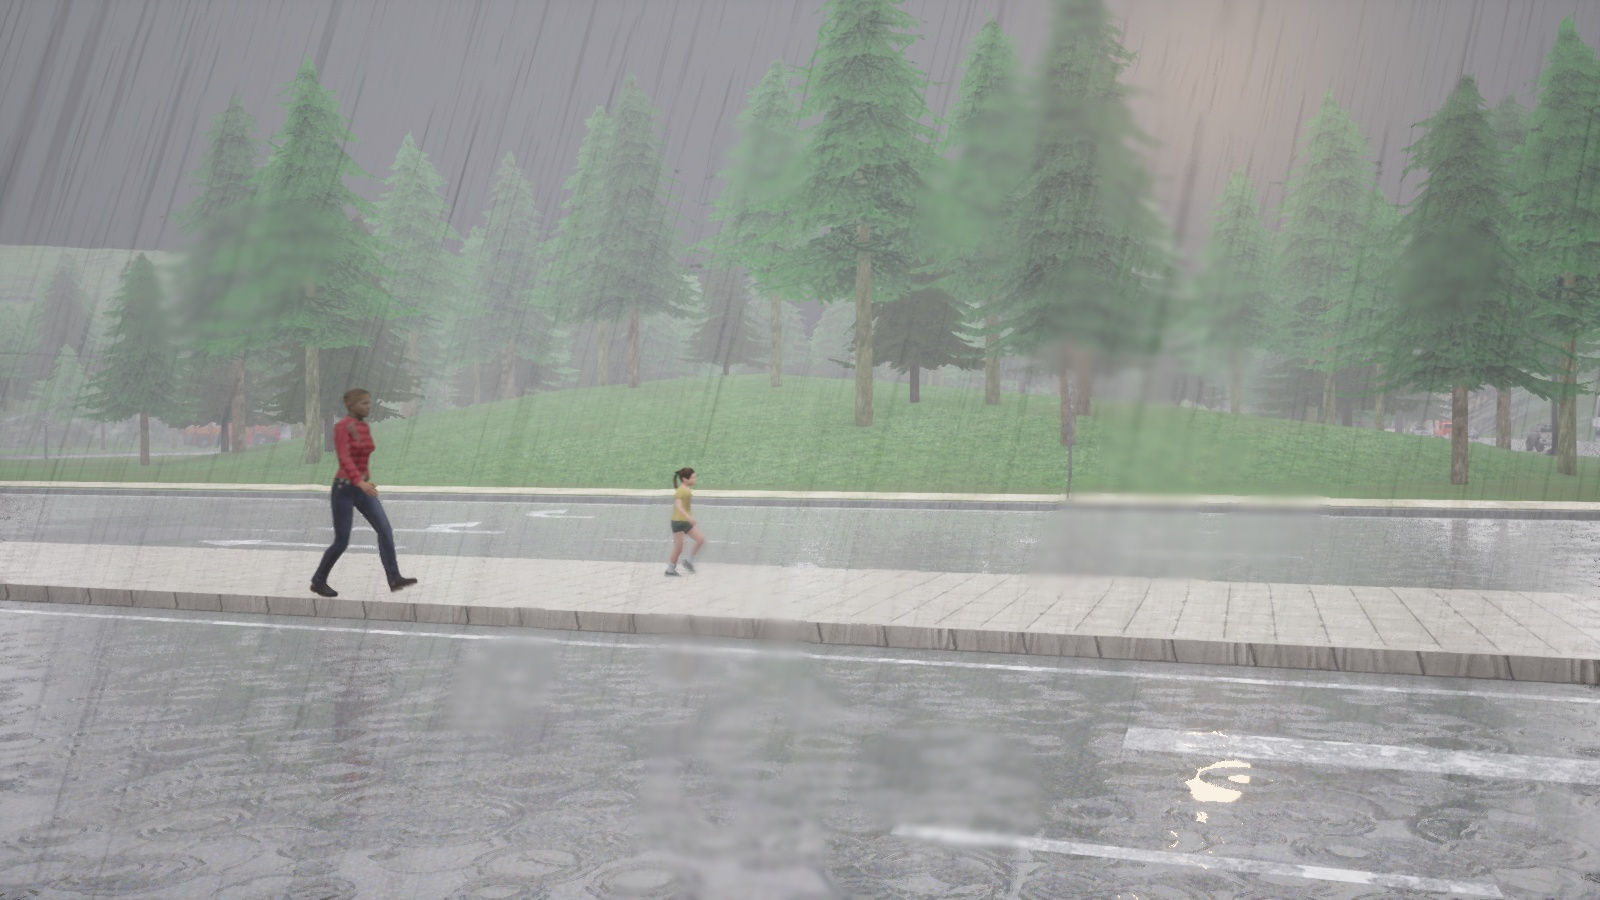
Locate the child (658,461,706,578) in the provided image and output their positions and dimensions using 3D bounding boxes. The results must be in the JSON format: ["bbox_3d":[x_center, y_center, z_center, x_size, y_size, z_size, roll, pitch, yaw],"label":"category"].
[{"bbox_3d":[-1.145,0.663,12.177,0.394,1.110,0.255,0,1,15],"label":"child"}]

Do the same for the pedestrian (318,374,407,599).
[{"bbox_3d":[-3.686,0.295,10.584,0.636,1.846,0.331,1,1,19],"label":"pedestrian"}]

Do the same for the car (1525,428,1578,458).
[{"bbox_3d":[47.430,-0.450,79.373,1.932,1.855,4.605,1,1,19],"label":"car"}]
